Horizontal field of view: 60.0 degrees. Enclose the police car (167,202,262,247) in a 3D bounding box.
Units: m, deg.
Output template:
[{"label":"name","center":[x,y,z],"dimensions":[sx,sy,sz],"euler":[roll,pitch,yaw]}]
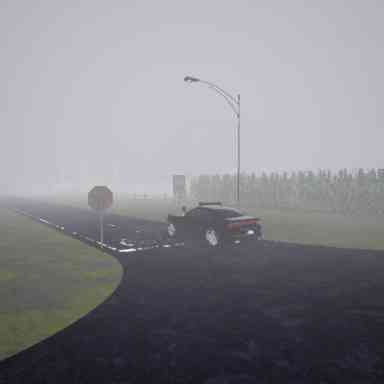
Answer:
[{"label":"police car","center":[0.694,1.258,14.443],"dimensions":[1.930,1.638,5.238],"euler":[-1,1,-35]}]
